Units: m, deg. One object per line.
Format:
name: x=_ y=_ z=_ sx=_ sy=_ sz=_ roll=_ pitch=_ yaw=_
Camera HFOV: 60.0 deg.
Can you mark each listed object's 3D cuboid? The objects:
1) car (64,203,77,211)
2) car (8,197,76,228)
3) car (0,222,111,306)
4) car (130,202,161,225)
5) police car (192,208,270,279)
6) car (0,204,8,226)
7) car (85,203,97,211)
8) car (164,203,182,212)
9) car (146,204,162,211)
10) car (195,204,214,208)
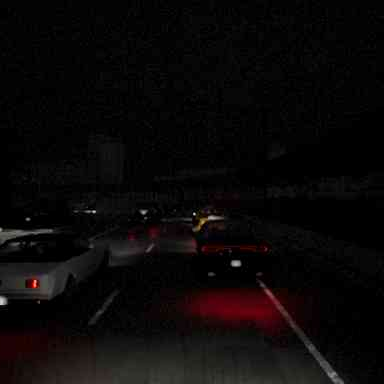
car: x=-24.079 y=3.046 z=65.667 sx=1.882 sy=1.535 sz=5.008 roll=1 pitch=-3 yaw=-26
car: x=-10.709 y=1.425 z=24.322 sx=2.150 sy=2.045 sz=5.566 roll=0 pitch=0 yaw=-2
car: x=-3.402 y=1.671 z=8.138 sx=1.895 sy=1.301 sz=4.718 roll=0 pitch=0 yaw=0
car: x=-3.571 y=1.575 z=26.214 sx=2.097 sy=1.767 sz=4.553 roll=0 pitch=0 yaw=-2
police car: x=1.048 y=1.515 z=10.493 sx=1.930 sy=1.638 sz=5.238 roll=0 pitch=0 yaw=0
car: x=-14.276 y=1.701 z=25.390 sx=2.128 sy=1.511 sz=4.902 roll=0 pitch=0 yaw=-2
car: x=-19.502 y=2.945 z=64.049 sx=2.128 sy=1.511 sz=4.902 roll=1 pitch=-3 yaw=-23
car: x=-2.795 y=2.226 z=47.333 sx=1.895 sy=1.301 sz=4.718 roll=0 pitch=-2 yaw=-13
car: x=-7.193 y=2.847 z=61.954 sx=1.895 sy=1.301 sz=4.718 roll=1 pitch=-3 yaw=-21
car: x=1.045 y=1.630 z=20.576 sx=1.801 sy=1.575 sz=5.366 roll=0 pitch=0 yaw=0
